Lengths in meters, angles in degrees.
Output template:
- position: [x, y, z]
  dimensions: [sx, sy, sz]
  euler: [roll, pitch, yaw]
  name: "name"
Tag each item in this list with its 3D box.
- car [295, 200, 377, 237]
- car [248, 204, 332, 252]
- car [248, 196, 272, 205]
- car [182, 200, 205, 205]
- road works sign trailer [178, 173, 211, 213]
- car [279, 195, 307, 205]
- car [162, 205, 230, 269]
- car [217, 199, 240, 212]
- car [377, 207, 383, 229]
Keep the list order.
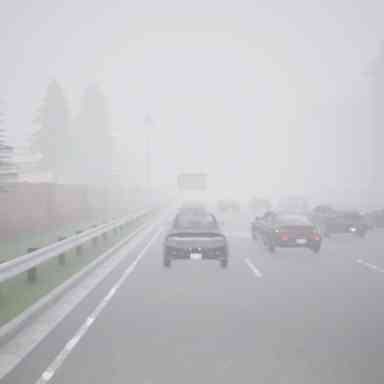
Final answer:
- position: [7.101, 1.374, 17.079]
  dimensions: [1.837, 1.490, 4.892]
  euler: [0, 0, 0]
  name: "car"
- position: [3.588, 1.425, 13.205]
  dimensions: [1.812, 1.442, 4.674]
  euler: [0, 0, 0]
  name: "car"
- position: [7.104, 1.237, 35.114]
  dimensions: [1.837, 1.490, 4.892]
  euler: [0, 0, 0]
  name: "car"
- position: [0.133, 1.295, 23.199]
  dimensions: [1.882, 1.535, 5.008]
  euler: [0, 0, 3]
  name: "car"
- position: [0.030, 0.258, 27.110]
  dimensions: [2.380, 3.560, 2.880]
  euler: [0, 0, -3]
  name: "road works sign trailer"
- position: [10.603, 1.089, 34.755]
  dimensions: [2.097, 1.767, 4.553]
  euler: [0, 1, 0]
  name: "car"
- position: [0.101, 1.407, 10.859]
  dimensions: [2.128, 1.511, 4.902]
  euler: [0, 0, 0]
  name: "car"
- position: [3.602, 1.344, 33.780]
  dimensions: [1.895, 1.301, 4.718]
  euler: [0, 0, 0]
  name: "car"
- position: [10.601, 1.363, 16.891]
  dimensions: [2.128, 1.511, 4.902]
  euler: [0, 0, 0]
  name: "car"
